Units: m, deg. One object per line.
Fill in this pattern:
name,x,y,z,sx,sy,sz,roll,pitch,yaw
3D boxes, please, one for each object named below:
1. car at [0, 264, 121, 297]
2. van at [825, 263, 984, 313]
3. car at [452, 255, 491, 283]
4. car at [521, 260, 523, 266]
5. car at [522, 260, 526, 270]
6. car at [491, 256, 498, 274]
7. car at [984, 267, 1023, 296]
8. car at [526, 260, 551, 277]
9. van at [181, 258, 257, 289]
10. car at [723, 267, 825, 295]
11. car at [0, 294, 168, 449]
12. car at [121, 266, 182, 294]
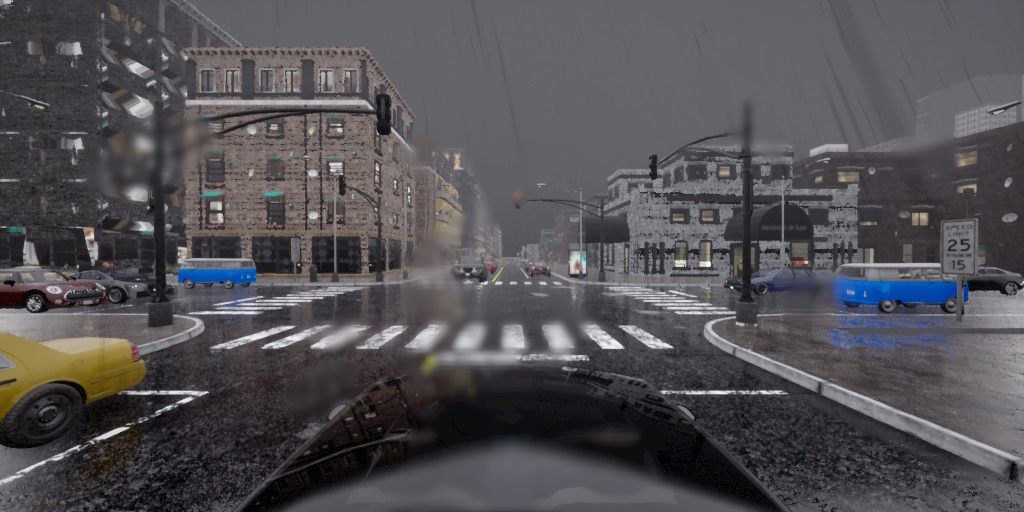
car,-17.730,1.190,13.286,4.097,1.591,1.967,0,0,0
van,14.648,1.156,13.548,3.998,1.789,1.690,0,0,0
car,-3.114,0.966,27.884,2.150,2.045,5.566,0,0,0
car,2.656,1.321,52.331,2.007,1.370,4.403,0,0,0
car,2.660,1.347,46.634,1.802,1.307,4.207,0,0,0
car,-3.128,0.982,41.230,2.150,2.045,5.566,0,0,0
car,24.423,1.290,19.411,4.902,1.511,2.128,0,0,0
car,2.668,1.195,35.241,1.967,1.591,4.097,0,0,0
van,-17.778,1.030,21.666,3.998,1.789,1.690,0,0,0
car,14.498,1.320,19.334,5.357,1.411,2.033,0,0,-1
car,-5.692,1.275,2.598,1.751,1.417,4.829,0,0,0
car,-17.743,1.296,15.869,4.181,1.385,1.994,0,0,-1
